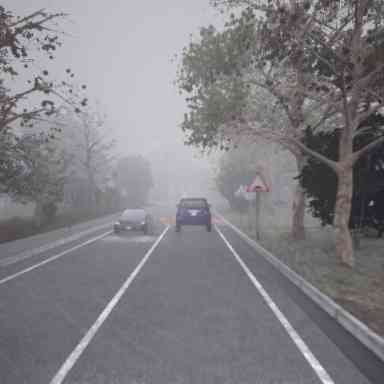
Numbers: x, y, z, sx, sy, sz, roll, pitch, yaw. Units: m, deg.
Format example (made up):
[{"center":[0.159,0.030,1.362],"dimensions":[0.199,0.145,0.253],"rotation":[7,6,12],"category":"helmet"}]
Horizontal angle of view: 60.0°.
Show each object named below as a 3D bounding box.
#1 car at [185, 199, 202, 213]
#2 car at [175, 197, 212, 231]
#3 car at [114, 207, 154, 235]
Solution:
[{"center":[0.190,1.700,41.913],"dimensions":[2.033,1.411,5.357],"rotation":[0,0,1],"category":"car"},{"center":[0.098,1.364,21.612],"dimensions":[2.150,2.045,5.566],"rotation":[0,0,0],"category":"car"},{"center":[-3.342,1.664,19.924],"dimensions":[1.812,1.442,4.674],"rotation":[0,-1,0],"category":"car"}]
